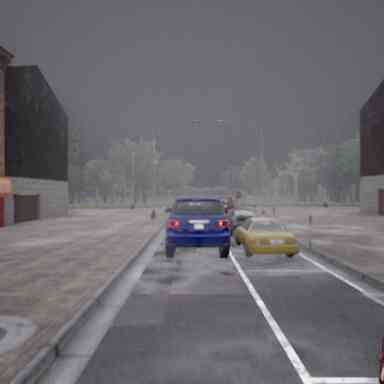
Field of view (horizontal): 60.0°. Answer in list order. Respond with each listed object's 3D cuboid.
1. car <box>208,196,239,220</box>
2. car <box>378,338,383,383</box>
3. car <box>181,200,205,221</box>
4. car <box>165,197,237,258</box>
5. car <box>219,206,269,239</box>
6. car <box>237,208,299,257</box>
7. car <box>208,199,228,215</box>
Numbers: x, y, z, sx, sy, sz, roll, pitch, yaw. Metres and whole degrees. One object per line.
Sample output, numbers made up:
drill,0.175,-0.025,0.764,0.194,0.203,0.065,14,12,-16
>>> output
car,2.646,1.320,29.140,2.192,1.841,5.009,0,0,0
car,2.639,1.543,1.413,1.887,1.381,4.507,0,0,0
car,0.105,1.482,28.629,1.882,1.535,5.008,0,0,0
car,0.124,1.208,12.913,2.150,2.045,5.566,0,-1,-2
car,2.643,1.548,18.048,2.008,1.369,4.403,0,0,0
car,2.641,1.519,12.674,1.752,1.417,4.829,0,0,0
car,2.648,1.534,34.855,1.752,1.417,4.829,0,0,0
